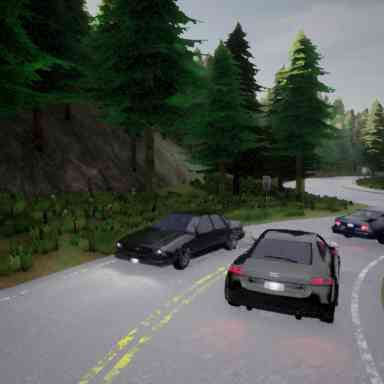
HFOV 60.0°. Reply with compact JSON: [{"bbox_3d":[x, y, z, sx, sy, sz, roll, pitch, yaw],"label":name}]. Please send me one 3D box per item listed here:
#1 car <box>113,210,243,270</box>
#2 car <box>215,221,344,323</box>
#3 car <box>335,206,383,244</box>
[{"bbox_3d":[-0.046,1.342,10.848,2.033,1.411,5.357,3,3,33],"label":"car"},{"bbox_3d":[2.204,1.532,7.417,1.994,1.385,4.181,2,1,24],"label":"car"},{"bbox_3d":[8.581,1.371,14.945,5.357,1.411,2.033,-1,5,-33],"label":"car"}]
